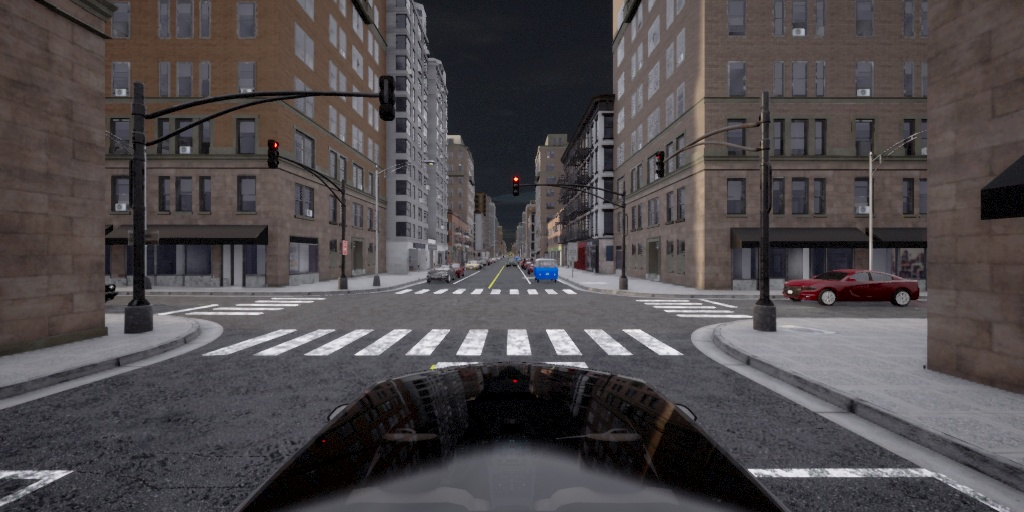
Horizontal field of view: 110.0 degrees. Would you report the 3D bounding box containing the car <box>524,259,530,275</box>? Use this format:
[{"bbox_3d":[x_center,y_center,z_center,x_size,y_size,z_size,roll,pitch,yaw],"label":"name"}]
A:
[{"bbox_3d":[2.544,1.330,39.304,1.802,1.307,4.207,0,0,0],"label":"car"}]

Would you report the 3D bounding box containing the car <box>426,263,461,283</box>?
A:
[{"bbox_3d":[-5.453,1.299,27.913,2.007,1.370,4.403,0,0,0],"label":"car"}]

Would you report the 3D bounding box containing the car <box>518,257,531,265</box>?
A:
[{"bbox_3d":[2.503,1.055,56.349,2.192,1.841,5.009,0,0,0],"label":"car"}]

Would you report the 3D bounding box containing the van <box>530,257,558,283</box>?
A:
[{"bbox_3d":[2.572,1.089,27.942,1.690,1.789,3.998,0,0,0],"label":"van"}]

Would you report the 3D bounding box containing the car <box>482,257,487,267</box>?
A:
[{"bbox_3d":[-5.522,1.306,56.323,1.948,1.339,4.313,0,0,0],"label":"car"}]

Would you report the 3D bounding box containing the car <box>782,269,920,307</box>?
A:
[{"bbox_3d":[14.781,1.326,15.813,5.008,1.535,1.882,0,0,1],"label":"car"}]

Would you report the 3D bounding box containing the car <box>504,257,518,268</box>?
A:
[{"bbox_3d":[-0.050,1.337,61.551,1.895,1.301,4.718,0,0,0],"label":"car"}]

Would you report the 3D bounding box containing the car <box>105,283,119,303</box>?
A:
[{"bbox_3d":[-17.231,1.254,12.735,4.718,1.301,1.895,0,0,-2],"label":"car"}]

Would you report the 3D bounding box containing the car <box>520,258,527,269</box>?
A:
[{"bbox_3d":[2.516,1.326,50.667,1.802,1.307,4.207,0,0,0],"label":"car"}]

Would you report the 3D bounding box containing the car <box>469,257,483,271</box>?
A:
[{"bbox_3d":[-5.508,1.269,50.471,1.751,1.417,4.829,0,0,0],"label":"car"}]

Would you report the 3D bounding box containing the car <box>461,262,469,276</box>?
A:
[{"bbox_3d":[-5.466,1.293,33.595,1.888,1.381,4.507,0,0,0],"label":"car"}]
